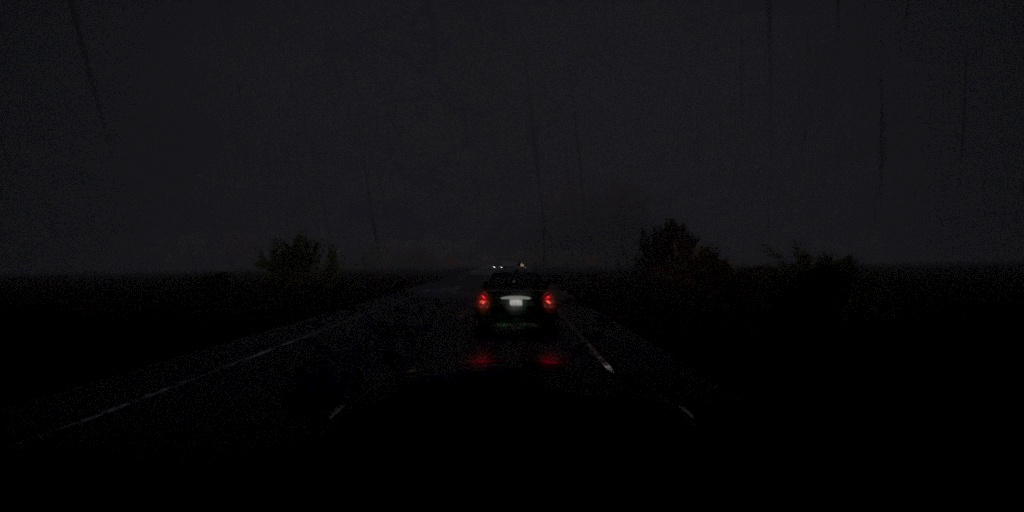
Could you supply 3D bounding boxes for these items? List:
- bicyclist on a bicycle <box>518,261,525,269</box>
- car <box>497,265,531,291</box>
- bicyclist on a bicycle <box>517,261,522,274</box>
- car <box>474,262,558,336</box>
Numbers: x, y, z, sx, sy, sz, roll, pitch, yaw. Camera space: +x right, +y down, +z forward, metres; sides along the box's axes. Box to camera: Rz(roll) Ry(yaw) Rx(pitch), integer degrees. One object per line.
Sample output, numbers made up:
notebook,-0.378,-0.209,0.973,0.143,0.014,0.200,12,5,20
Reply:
bicyclist on a bicycle,1.004,1.435,36.940,0.866,1.612,1.509,0,0,0
car,0.114,1.400,24.491,2.128,1.511,4.902,0,-1,0
bicyclist on a bicycle,0.992,1.518,46.300,0.582,1.620,1.656,0,-1,0
car,0.107,1.165,10.744,2.097,1.767,4.553,0,0,0
